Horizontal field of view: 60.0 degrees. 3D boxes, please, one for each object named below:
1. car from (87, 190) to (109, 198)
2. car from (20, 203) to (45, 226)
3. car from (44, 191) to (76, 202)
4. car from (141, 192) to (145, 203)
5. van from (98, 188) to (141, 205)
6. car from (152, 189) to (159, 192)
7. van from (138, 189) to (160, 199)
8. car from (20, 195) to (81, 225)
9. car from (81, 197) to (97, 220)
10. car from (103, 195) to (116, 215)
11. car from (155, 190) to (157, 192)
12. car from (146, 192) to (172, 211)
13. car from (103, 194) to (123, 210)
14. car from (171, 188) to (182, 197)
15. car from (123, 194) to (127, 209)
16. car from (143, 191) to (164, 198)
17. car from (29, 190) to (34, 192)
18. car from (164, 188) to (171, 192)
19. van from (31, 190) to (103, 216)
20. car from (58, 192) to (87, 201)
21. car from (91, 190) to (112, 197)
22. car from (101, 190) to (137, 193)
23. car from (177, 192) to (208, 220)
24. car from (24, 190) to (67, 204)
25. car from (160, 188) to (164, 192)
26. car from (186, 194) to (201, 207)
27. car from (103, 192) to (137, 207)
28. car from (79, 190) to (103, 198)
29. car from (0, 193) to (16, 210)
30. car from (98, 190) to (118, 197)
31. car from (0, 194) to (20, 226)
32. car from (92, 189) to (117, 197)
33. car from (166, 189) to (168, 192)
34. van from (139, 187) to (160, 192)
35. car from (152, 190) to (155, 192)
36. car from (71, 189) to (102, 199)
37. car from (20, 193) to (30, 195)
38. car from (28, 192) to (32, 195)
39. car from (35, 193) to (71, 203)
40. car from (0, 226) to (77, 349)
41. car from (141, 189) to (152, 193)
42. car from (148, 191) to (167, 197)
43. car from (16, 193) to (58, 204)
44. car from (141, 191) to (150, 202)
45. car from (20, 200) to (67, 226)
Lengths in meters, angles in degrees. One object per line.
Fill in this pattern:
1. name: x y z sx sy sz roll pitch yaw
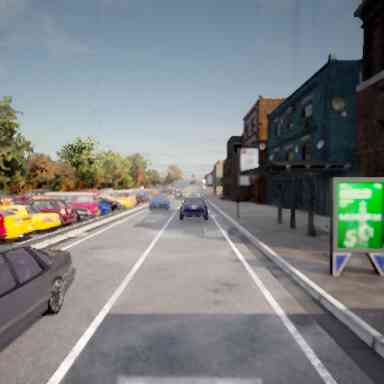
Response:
1. car: -22.176 0.398 78.647 4.553 1.767 2.185 0 1 0
2. car: -9.587 1.410 14.658 5.008 1.535 2.097 0 1 0
3. car: -22.359 0.727 56.497 4.553 1.767 2.185 0 1 0
4. car: -9.311 1.043 45.272 4.792 1.488 2.163 0 1 0
5. van: -9.246 0.827 42.422 4.442 1.987 1.878 0 1 0
6. car: -9.196 0.776 61.970 4.892 1.521 2.231 0 1 0
7. van: -9.018 0.426 70.190 4.442 1.987 1.878 0 1 0
8. car: -9.516 1.217 20.097 4.553 1.767 2.185 0 1 0
9. car: -9.530 1.308 23.007 4.892 1.521 2.231 0 1 0
10. car: -9.483 1.235 28.573 5.008 1.535 2.097 0 1 0
11. car: -9.411 0.812 59.188 5.366 1.575 1.946 0 1 0
12. car: -3.288 1.118 34.575 1.882 1.535 5.008 0 1 0
13. car: -9.450 1.200 31.356 5.008 1.535 2.097 0 1 0
14. car: -3.006 0.442 76.159 2.128 1.511 4.902 0 1 0
15. car: -9.434 1.204 34.140 4.674 1.452 2.002 0 1 0
16. car: -9.067 0.566 78.667 4.674 1.452 2.002 0 1 0
17. car: -22.388 0.885 45.356 4.553 1.767 2.185 0 1 1
18. car: -8.833 0.440 84.231 5.366 1.575 1.946 0 1 0
19. van: -9.618 1.045 25.788 4.442 1.987 1.878 0 1 0
20. car: -22.252 0.801 62.066 4.792 1.488 2.163 0 1 0
21. car: -22.153 0.357 81.432 4.553 1.767 2.185 0 1 0
22. car: -9.355 0.964 39.704 4.553 1.767 2.185 0 1 0
23. car: 0.134 1.106 25.759 2.097 1.767 4.553 0 1 0
24. car: -22.346 0.681 50.925 5.566 2.045 2.435 0 1 0
25. car: -9.128 0.441 67.532 5.566 2.045 2.435 0 1 0
26. car: 0.192 1.025 43.522 1.837 1.490 4.892 0 1 0
27. car: -9.224 1.124 36.921 5.366 1.575 1.946 0 1 0
28. car: -22.159 0.480 73.203 4.553 1.767 2.185 0 1 0
29. car: -22.457 0.998 37.003 4.553 1.767 2.185 0 1 0
30. car: -22.044 0.272 87.126 4.553 1.767 2.185 0 1 0
31. car: -9.644 1.194 11.872 5.566 2.045 2.435 0 1 0
32. car: -22.127 0.188 84.340 5.566 2.045 2.435 0 1 0
33. car: -9.071 0.514 81.450 4.792 1.488 2.163 0 1 0
34. van: -9.063 0.508 64.749 4.442 1.987 1.878 0 1 0
35. car: -9.254 0.857 56.404 4.892 1.521 2.231 0 1 0
36. car: -22.242 0.397 70.292 5.566 2.045 2.435 0 1 0
37. car: -22.468 1.126 39.790 4.674 1.452 2.002 0 1 0
38. car: -22.437 1.048 42.574 5.008 1.535 2.097 0 1 0
39. car: -22.357 0.894 53.713 4.892 1.521 2.231 0 1 0
40. car: -3.340 1.530 4.720 2.033 1.411 5.357 0 0 0
41. car: -9.240 0.771 53.618 4.553 1.767 2.185 0 1 0
42. car: -9.012 0.444 86.874 4.674 1.452 2.002 -1 1 1
43. car: -22.401 0.971 48.143 5.008 1.535 2.097 0 1 1
44. car: -9.297 0.976 50.838 4.674 1.452 2.002 0 1 0
45. car: -9.755 1.373 17.443 5.366 1.575 1.946 0 1 0
